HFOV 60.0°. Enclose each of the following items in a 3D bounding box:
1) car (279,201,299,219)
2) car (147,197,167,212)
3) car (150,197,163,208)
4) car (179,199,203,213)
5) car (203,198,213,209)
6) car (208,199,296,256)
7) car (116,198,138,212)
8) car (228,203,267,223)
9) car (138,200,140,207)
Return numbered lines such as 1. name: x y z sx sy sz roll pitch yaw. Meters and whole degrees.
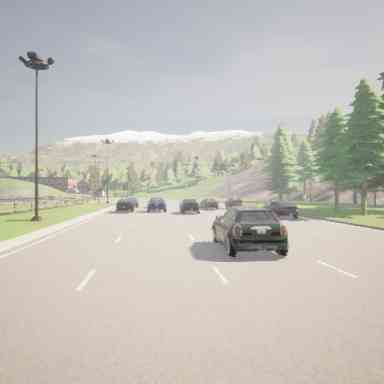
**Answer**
1. car: 7.548 1.505 28.653 1.837 1.490 4.892 0 0 -6
2. car: -4.021 1.352 38.004 2.097 1.767 4.553 0 0 -7
3. car: -5.095 1.526 47.883 1.812 1.442 4.674 0 0 -7
4. car: -0.328 1.504 36.429 1.837 1.490 4.892 0 0 -6
5. car: 2.310 1.547 44.609 2.033 1.411 5.357 0 0 -6
6. car: 2.122 1.353 13.269 2.097 1.767 4.553 0 0 -5
7. car: -7.556 1.478 38.165 1.882 1.535 5.008 0 -1 -6
8. car: 4.268 1.601 26.439 1.895 1.301 4.718 0 0 -6
9. car: -8.552 1.526 47.367 1.812 1.442 4.674 0 0 -6
